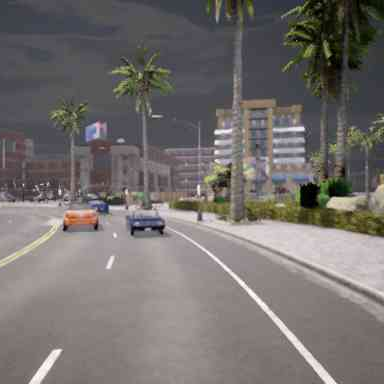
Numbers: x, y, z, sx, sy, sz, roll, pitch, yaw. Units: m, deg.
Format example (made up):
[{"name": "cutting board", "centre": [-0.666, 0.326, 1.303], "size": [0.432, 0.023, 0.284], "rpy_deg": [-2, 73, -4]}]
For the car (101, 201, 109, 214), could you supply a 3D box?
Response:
[{"name": "car", "centre": [-10.928, 1.671, 37.412], "size": [1.882, 1.535, 5.008], "rpy_deg": [0, 0, -33]}]

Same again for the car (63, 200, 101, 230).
[{"name": "car", "centre": [-7.469, 1.472, 22.383], "size": [2.097, 1.767, 4.553], "rpy_deg": [0, 0, -18]}]

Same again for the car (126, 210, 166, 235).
[{"name": "car", "centre": [-2.861, 1.688, 19.573], "size": [1.895, 1.301, 4.718], "rpy_deg": [0, 0, -15]}]
